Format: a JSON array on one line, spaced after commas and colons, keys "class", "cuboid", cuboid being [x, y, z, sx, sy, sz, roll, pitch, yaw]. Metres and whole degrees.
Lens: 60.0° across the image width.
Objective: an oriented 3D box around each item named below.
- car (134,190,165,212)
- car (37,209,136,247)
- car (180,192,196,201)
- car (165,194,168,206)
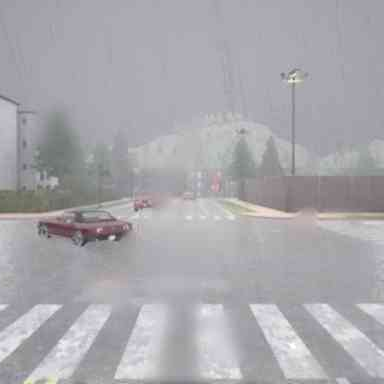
[{"class": "car", "cuboid": [-4.232, 0.785, 32.536, 2.150, 2.045, 5.566, 0, 1, 0]}, {"class": "car", "cuboid": [-4.712, 1.417, 14.107, 4.718, 1.301, 1.895, 1, 1, 41]}, {"class": "car", "cuboid": [-0.759, 0.695, 59.174, 1.882, 1.535, 5.008, 0, 1, -14]}, {"class": "car", "cuboid": [-4.222, 0.786, 42.600, 2.097, 1.767, 4.553, 0, 1, 0]}]
